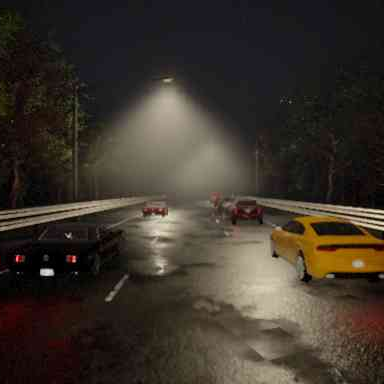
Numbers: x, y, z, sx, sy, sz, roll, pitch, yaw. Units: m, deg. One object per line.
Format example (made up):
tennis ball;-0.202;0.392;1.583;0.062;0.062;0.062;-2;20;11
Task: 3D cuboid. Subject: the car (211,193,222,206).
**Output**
car;4.075;1.353;47.954;1.882;1.535;5.008;0;0;1

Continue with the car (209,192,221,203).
car;4.359;1.065;58.935;2.150;2.045;5.566;0;0;2

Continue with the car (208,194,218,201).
car;5.091;1.269;80.803;2.128;1.511;4.902;0;0;2

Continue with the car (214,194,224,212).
car;3.849;1.337;37.001;2.033;1.649;4.856;0;0;1

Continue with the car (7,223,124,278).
car;-3.365;1.576;9.980;1.895;1.301;4.718;0;0;0

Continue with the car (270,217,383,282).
car;3.635;1.455;9.715;1.882;1.535;5.008;0;-1;0

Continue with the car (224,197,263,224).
car;3.762;1.291;24.173;2.097;1.767;4.553;0;0;2

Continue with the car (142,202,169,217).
car;-3.165;1.525;29.736;1.895;1.301;4.718;0;0;1

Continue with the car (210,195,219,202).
car;4.697;1.315;69.855;1.837;1.490;4.892;0;0;2

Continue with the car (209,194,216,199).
car;5.543;1.220;91.749;1.882;1.535;5.008;0;0;3
